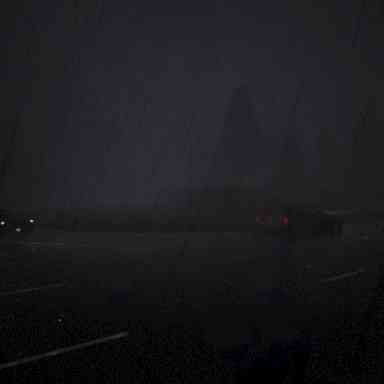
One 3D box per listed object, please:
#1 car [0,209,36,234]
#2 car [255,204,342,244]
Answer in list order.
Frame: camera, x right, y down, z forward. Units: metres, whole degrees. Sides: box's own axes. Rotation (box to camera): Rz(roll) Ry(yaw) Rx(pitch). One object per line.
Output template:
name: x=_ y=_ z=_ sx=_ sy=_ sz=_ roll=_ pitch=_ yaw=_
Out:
car: x=-10.551 y=1.601 z=18.023 sx=4.718 sy=1.301 sz=1.895 roll=0 pitch=0 yaw=35
car: x=5.233 y=1.352 z=16.076 sx=4.553 sy=1.767 sz=2.097 roll=0 pitch=0 yaw=-35
